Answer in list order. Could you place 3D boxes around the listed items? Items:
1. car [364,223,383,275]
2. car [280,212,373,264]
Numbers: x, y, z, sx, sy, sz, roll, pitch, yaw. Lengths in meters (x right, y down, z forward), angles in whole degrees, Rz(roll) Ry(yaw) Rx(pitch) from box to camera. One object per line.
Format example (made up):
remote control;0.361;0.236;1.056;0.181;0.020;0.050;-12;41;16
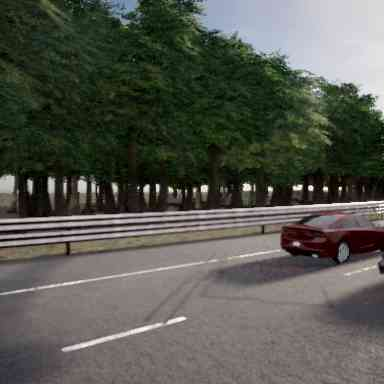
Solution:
car;6.950;1.523;8.707;5.357;1.411;2.033;0;0;-36
car;5.273;1.451;11.806;5.008;1.535;1.882;0;0;-35
